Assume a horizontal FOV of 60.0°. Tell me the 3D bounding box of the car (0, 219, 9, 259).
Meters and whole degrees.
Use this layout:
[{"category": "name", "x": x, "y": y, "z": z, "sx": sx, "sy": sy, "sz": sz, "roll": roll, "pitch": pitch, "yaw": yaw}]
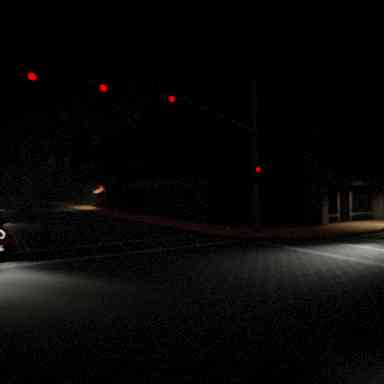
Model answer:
[{"category": "car", "x": -7.919, "y": 1.382, "z": 11.972, "sx": 2.097, "sy": 1.767, "sz": 4.553, "roll": 0, "pitch": 0, "yaw": -33}]
